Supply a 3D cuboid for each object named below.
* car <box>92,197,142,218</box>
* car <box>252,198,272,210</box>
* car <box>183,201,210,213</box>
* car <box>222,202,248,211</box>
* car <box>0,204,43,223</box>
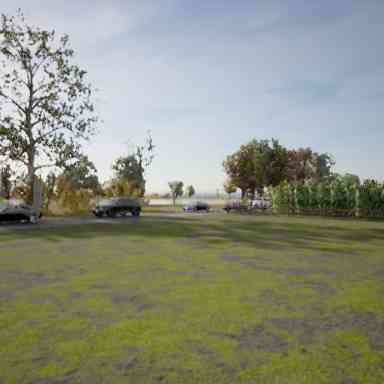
[{"bbox_3d":[-7.630,1.572,34.462,2.150,2.045,5.566,-1,-2,35],"label":"car"},{"bbox_3d":[12.457,1.997,58.211,2.150,2.045,5.566,-1,-1,35],"label":"car"},{"bbox_3d":[0.649,2.055,46.258,2.128,1.511,4.902,-1,-1,35],"label":"car"},{"bbox_3d":[6.520,2.163,49.627,2.033,1.411,5.357,-1,-1,35],"label":"car"},{"bbox_3d":[-13.965,1.676,25.401,2.128,1.511,4.902,-1,-1,35],"label":"car"}]
